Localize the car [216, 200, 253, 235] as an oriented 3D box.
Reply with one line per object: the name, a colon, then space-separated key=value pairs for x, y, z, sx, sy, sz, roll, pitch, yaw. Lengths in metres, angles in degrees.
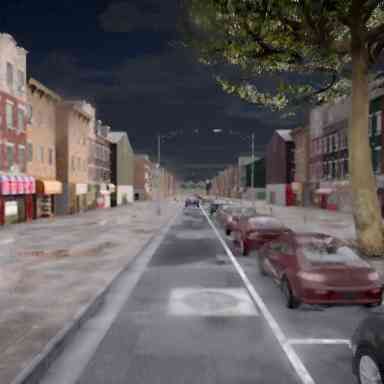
car: x=2.623 y=1.440 z=18.703 sx=1.967 sy=1.590 sz=4.097 roll=-1 pitch=0 yaw=0

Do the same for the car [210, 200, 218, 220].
car: x=2.627 y=1.554 z=24.248 sx=2.008 sy=1.369 sz=4.403 roll=-1 pitch=0 yaw=0

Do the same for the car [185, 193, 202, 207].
car: x=0.036 y=1.381 z=50.373 sx=2.097 sy=1.767 sz=4.553 roll=0 pitch=0 yaw=1

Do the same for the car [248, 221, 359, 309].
car: x=2.625 y=1.580 z=7.611 sx=1.802 sy=1.307 sz=4.206 roll=-1 pitch=0 yaw=0

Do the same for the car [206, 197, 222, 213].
car: x=2.755 y=1.489 z=34.256 sx=1.882 sy=1.535 sz=5.008 roll=0 pitch=0 yaw=0

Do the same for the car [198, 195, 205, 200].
car: x=2.636 y=1.651 z=95.513 sx=1.887 sy=1.381 sz=4.507 roll=-1 pitch=0 yaw=0

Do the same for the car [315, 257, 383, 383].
car: x=2.624 y=1.550 z=2.066 sx=2.008 sy=1.369 sz=4.403 roll=-1 pitch=0 yaw=0

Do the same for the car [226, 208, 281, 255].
car: x=2.625 y=1.543 z=13.157 sx=1.887 sy=1.381 sz=4.507 roll=-1 pitch=0 yaw=0

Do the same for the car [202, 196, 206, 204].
car: x=2.632 y=1.598 z=63.068 sx=2.008 sy=1.369 sz=4.403 roll=-1 pitch=0 yaw=0

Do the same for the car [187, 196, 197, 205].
car: x=0.010 y=1.522 z=61.166 sx=1.882 sy=1.535 sz=5.008 roll=0 pitch=0 yaw=0
